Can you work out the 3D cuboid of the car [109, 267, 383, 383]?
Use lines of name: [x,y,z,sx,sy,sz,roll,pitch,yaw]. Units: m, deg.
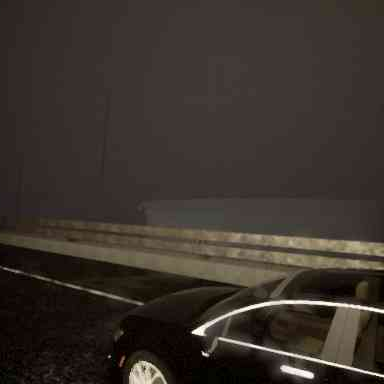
car: [1.302,1.509,3.072,4.892,1.490,1.837,-1,-1,36]
